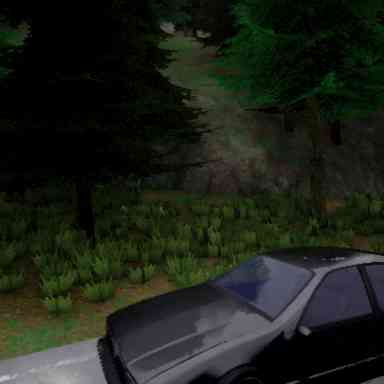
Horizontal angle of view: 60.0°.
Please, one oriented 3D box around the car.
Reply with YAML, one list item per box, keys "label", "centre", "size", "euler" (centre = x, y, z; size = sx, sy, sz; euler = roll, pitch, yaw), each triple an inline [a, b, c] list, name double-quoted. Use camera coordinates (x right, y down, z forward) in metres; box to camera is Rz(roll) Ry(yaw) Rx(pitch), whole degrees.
- label: "car"
  centre: [1.600, 1.493, 4.356]
  size: [5.357, 1.411, 2.033]
  euler: [-1, 1, -23]
